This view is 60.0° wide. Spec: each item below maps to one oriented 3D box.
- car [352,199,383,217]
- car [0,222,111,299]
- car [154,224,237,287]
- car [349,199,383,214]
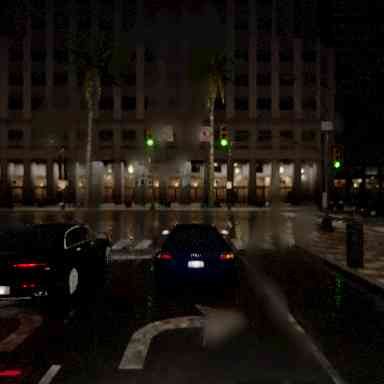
[{"bbox_3d":[18.167,1.537,31.537,4.892,1.490,1.837,0,0,0],"label":"car"},{"bbox_3d":[-3.418,1.514,8.417,1.837,1.490,4.892,0,0,0],"label":"car"},{"bbox_3d":[0.091,1.573,9.357,1.994,1.385,4.181,0,0,0],"label":"car"},{"bbox_3d":[19.500,1.528,35.040,4.902,1.511,2.128,0,0,0],"label":"car"}]
